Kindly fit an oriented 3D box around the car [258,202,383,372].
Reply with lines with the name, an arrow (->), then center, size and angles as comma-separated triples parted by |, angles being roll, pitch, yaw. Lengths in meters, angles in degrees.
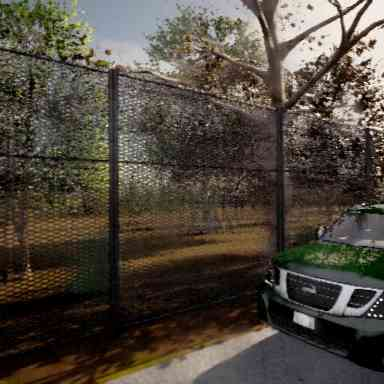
car -> 3.620, 1.214, 5.640 | 5.566, 2.045, 2.150 | 0, 0, -35
